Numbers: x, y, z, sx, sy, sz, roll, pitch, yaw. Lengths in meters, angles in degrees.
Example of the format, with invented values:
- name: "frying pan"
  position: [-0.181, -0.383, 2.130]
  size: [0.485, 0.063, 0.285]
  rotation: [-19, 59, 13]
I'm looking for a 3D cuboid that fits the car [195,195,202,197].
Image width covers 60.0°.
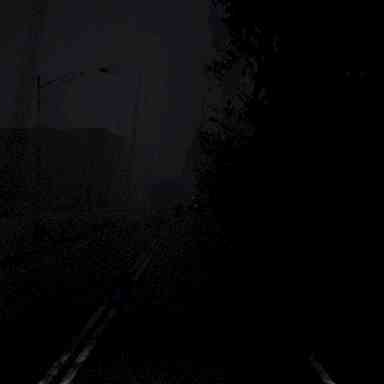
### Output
- name: "car"
  position: [1.555, 1.667, 82.731]
  size: [1.895, 1.301, 4.718]
  rotation: [0, 0, 2]

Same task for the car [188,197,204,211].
- name: "car"
  position: [0.511, 1.693, 43.636]
  size: [1.994, 1.385, 4.181]
  rotation: [0, 0, 1]

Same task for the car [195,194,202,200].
- name: "car"
  position: [1.864, 1.419, 92.702]
  size: [1.812, 1.442, 4.674]
  rotation: [0, 0, 2]
